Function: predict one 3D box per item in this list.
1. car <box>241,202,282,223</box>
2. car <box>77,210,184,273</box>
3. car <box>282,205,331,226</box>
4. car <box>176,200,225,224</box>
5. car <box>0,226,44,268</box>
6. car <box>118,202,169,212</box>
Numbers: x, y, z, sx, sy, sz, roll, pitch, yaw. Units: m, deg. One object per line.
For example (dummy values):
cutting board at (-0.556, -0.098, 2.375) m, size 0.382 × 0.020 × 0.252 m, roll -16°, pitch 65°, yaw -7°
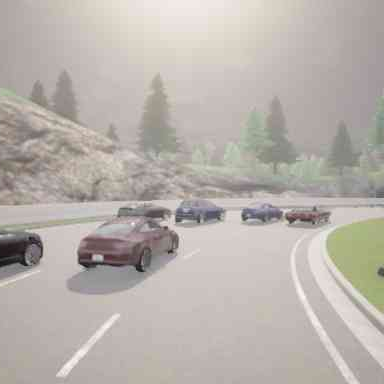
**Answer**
car at (5.430, 1.528, 25.617) m, size 1.812 × 1.442 × 4.674 m, roll 0°, pitch 0°, yaw 37°
car at (-1.849, 1.517, 10.713) m, size 1.812 × 1.442 × 4.674 m, roll 0°, pitch 0°, yaw 14°
car at (8.474, 1.611, 23.985) m, size 1.895 × 1.301 × 4.718 m, roll 0°, pitch 0°, yaw 38°
car at (0.692, 1.343, 24.794) m, size 2.097 × 1.767 × 4.553 m, roll 0°, pitch 0°, yaw 32°
car at (-5.866, 1.473, 8.584) m, size 2.128 × 1.511 × 4.902 m, roll 0°, pitch 0°, yaw 10°
car at (-3.515, 1.472, 25.208) m, size 2.128 × 1.511 × 4.902 m, roll 0°, pitch 0°, yaw 30°
